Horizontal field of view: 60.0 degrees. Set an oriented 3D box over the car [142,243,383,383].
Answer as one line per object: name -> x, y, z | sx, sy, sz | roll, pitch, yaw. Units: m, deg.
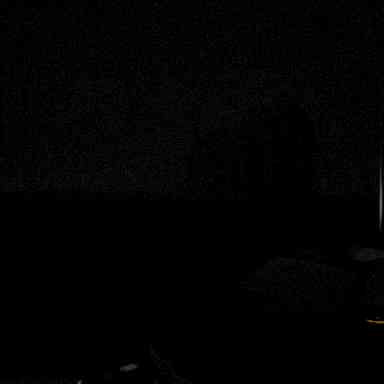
car -> 1.683, 1.450, 4.138 | 4.674, 1.442, 1.812 | -1, 1, -34
